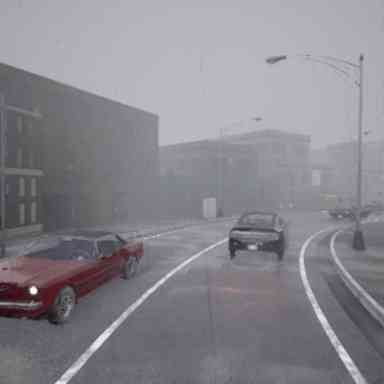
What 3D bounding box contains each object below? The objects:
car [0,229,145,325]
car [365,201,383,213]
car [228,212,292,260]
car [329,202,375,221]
[{"bbox_3d":[-2.681,1.567,7.280,1.895,1.301,4.718,1,0,12],"label":"car"},{"bbox_3d":[21.721,1.823,40.467,5.357,1.411,2.033,1,1,-36],"label":"car"},{"bbox_3d":[2.676,1.518,12.672,2.128,1.511,4.902,1,0,19],"label":"car"},{"bbox_3d":[14.205,1.793,29.697,4.718,1.301,1.895,1,1,-43],"label":"car"}]
